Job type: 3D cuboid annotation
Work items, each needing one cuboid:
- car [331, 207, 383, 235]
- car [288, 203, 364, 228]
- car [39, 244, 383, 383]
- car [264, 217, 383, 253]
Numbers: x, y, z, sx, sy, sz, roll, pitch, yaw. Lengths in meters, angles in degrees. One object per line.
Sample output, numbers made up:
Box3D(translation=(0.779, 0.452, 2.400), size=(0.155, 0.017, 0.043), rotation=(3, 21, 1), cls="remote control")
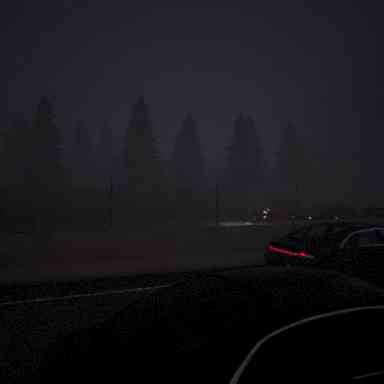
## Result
Box3D(translation=(10.455, 1.597, 19.484), size=(4.718, 1.301, 1.895), rotation=(0, 0, -31), cls="car")
Box3D(translation=(9.246, 1.543, 22.797), size=(5.357, 1.411, 2.033), rotation=(0, 0, -31), cls="car")
Box3D(translation=(1.215, 1.504, 3.055), size=(4.892, 1.490, 1.837), rotation=(0, 0, -22), cls="car")
Box3D(translation=(4.043, 1.489, 8.075), size=(4.902, 1.511, 2.128), rotation=(0, 0, -24), cls="car")
